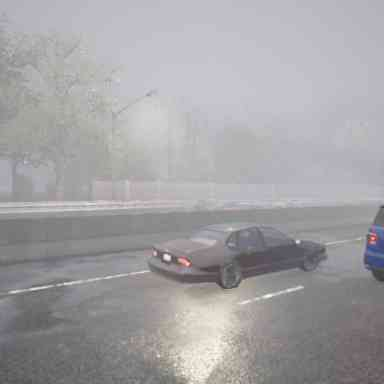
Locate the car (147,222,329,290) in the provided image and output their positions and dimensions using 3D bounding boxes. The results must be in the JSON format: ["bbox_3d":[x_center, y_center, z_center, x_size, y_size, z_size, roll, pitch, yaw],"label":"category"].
[{"bbox_3d":[1.475,1.551,9.097,5.357,1.411,2.033,0,0,-35],"label":"car"}]

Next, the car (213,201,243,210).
[{"bbox_3d":[4.435,1.615,28.644,4.718,1.301,1.895,0,0,-35],"label":"car"}]

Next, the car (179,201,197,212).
[{"bbox_3d":[0.687,1.579,34.208,4.181,1.385,1.994,0,0,-37],"label":"car"}]

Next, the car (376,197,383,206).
[{"bbox_3d":[34.518,1.584,58.567,4.892,1.490,1.837,0,0,-35],"label":"car"}]

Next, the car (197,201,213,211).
[{"bbox_3d":[3.458,1.563,32.246,5.357,1.411,2.033,0,0,-35],"label":"car"}]

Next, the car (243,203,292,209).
[{"bbox_3d":[6.490,1.615,25.811,4.718,1.301,1.895,0,0,-35],"label":"car"}]

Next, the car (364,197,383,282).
[{"bbox_3d":[6.603,1.227,8.453,5.566,2.045,2.150,0,0,-35],"label":"car"}]
